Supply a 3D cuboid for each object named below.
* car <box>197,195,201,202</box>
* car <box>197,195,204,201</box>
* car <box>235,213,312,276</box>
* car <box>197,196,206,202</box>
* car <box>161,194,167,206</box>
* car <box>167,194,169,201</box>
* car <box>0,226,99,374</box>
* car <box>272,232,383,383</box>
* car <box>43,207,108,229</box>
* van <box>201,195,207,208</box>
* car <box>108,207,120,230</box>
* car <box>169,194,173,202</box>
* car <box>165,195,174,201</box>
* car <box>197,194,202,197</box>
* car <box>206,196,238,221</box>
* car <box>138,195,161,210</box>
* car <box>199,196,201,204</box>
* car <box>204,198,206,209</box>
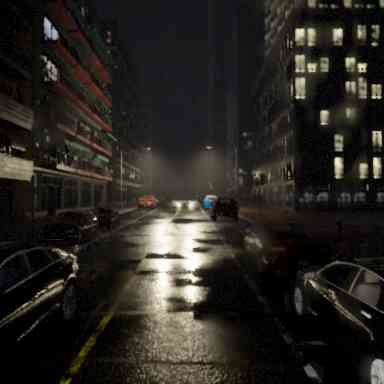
[{"bbox_3d":[2.387,1.646,61.502,1.802,1.307,4.206,1,0,0],"label":"car"},{"bbox_3d":[2.254,1.618,89.991,1.887,1.381,4.507,1,0,0],"label":"car"},{"bbox_3d":[2.661,1.557,10.221,1.887,1.381,4.507,1,0,0],"label":"car"},{"bbox_3d":[2.307,1.637,78.596,1.947,1.339,4.313,1,0,0],"label":"car"},{"bbox_3d":[-5.929,1.392,55.887,2.192,1.841,5.009,1,0,0],"label":"car"},{"bbox_3d":[-5.958,1.521,61.587,1.967,1.590,4.097,1,0,0],"label":"car"},{"bbox_3d":[-3.018,1.505,4.399,2.128,1.511,4.902,0,0,0],"label":"car"},{"bbox_3d":[2.687,1.554,4.522,2.008,1.369,4.403,1,0,0],"label":"car"},{"bbox_3d":[-5.747,1.588,15.997,2.008,1.369,4.403,1,0,0],"label":"car"},{"bbox_3d":[2.514,1.393,44.409,1.690,1.788,3.998,1,0,0],"label":"van"},{"bbox_3d":[-5.774,1.627,21.694,1.802,1.307,4.206,1,0,0],"label":"car"},{"bbox_3d":[-6.036,1.402,78.681,2.192,1.841,5.009,1,0,0],"label":"car"},{"bbox_3d":[-6.094,1.655,90.077,1.947,1.339,4.313,1,0,0],"label":"car"},{"bbox_3d":[2.334,1.635,72.897,1.947,1.339,4.313,1,0,0],"label":"car"},{"bbox_3d":[2.585,1.350,27.316,2.192,1.841,5.009,1,0,0],"label":"car"},{"bbox_3d":[-5.876,1.384,44.492,2.192,1.841,5.009,1,0,0],"label":"car"},{"bbox_3d":[2.450,1.623,50.106,1.947,1.339,4.313,1,0,0],"label":"car"},{"bbox_3d":[2.554,1.592,33.013,2.008,1.369,4.403,1,0,0],"label":"car"}]
